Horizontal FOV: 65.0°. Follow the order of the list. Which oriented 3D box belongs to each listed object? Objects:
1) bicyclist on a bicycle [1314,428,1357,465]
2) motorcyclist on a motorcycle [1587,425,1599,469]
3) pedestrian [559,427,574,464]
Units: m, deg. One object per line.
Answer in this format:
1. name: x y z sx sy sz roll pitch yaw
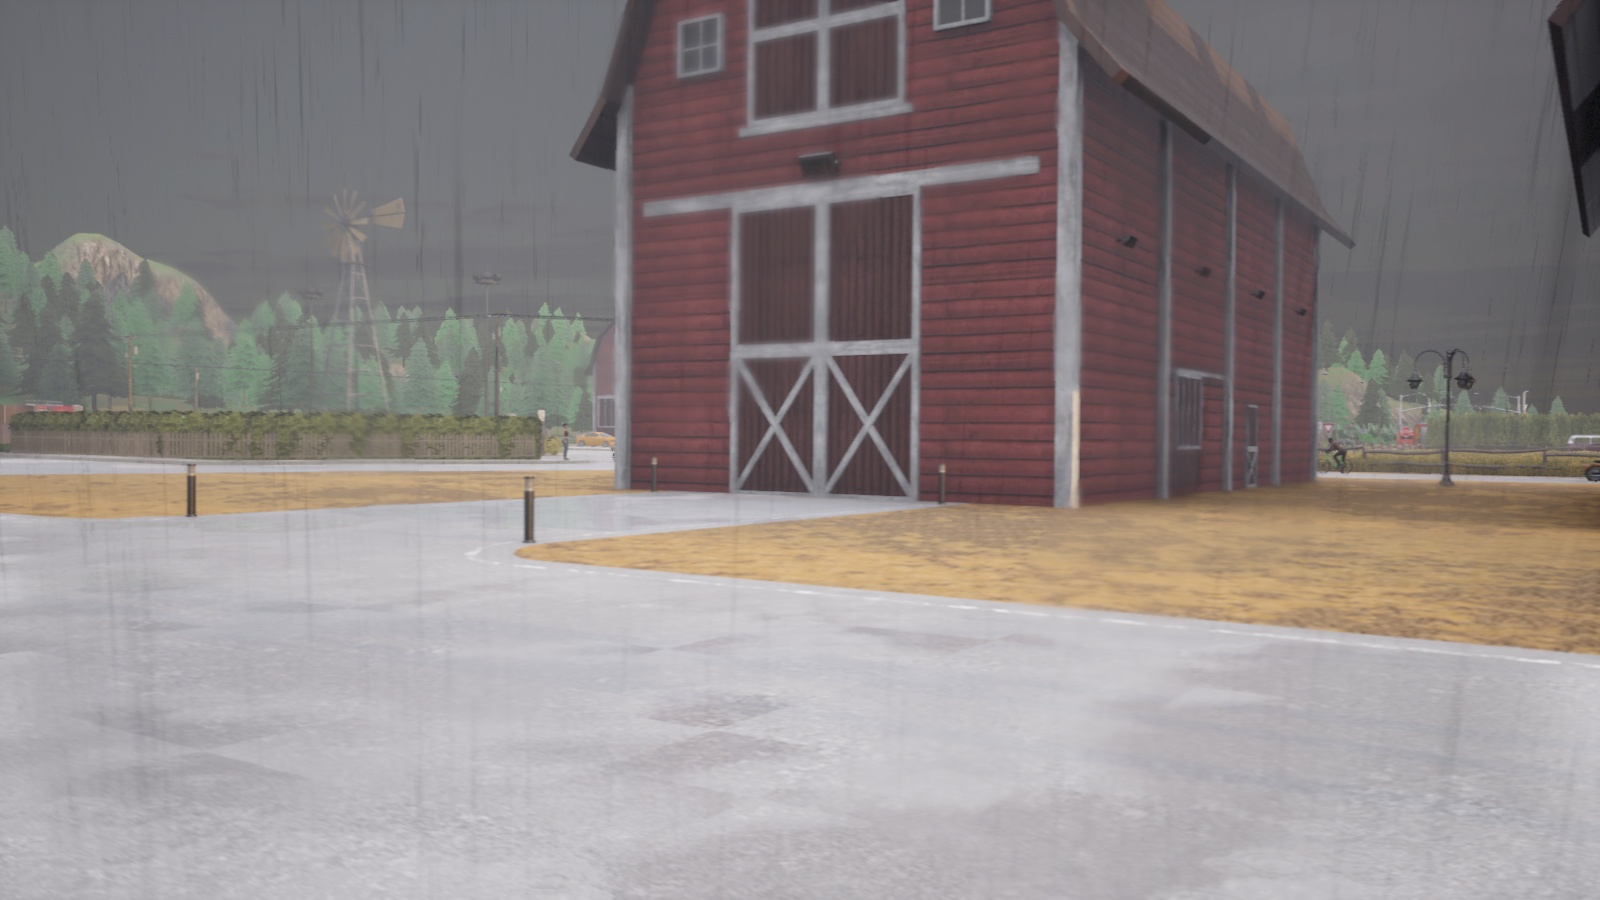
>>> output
1. bicyclist on a bicycle: 24.086 -0.165 56.524 1.656 1.620 0.582 0 1 43
2. motorcyclist on a motorcycle: 31.282 -0.113 47.696 2.350 1.649 0.766 0 1 30
3. pedestrian: -11.572 -0.218 62.227 0.594 1.836 0.345 0 1 11
